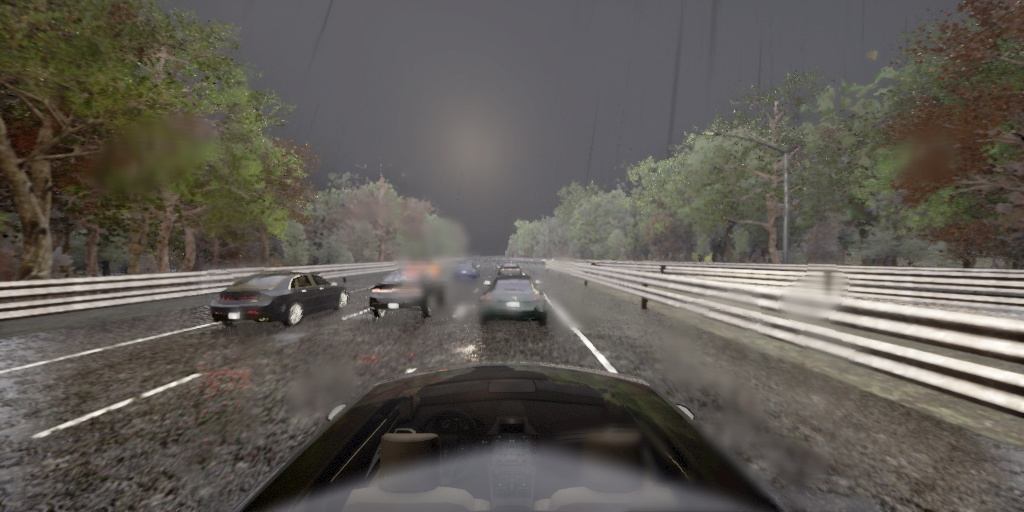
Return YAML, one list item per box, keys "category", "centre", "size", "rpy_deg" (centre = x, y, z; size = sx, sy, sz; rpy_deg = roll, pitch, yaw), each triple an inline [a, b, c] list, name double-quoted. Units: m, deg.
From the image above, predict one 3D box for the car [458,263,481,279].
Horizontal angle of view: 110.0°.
- category: "car"
  centre: [-3.695, 1.291, 30.192]
  size: [1.994, 1.385, 4.181]
  rpy_deg: [0, 0, -1]

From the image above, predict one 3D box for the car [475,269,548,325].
- category: "car"
  centre: [0.049, 1.302, 11.732]
  size: [1.994, 1.385, 4.181]
  rpy_deg: [0, 0, 0]

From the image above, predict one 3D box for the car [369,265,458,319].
- category: "car"
  centre: [-3.457, 1.230, 12.826]
  size: [2.128, 1.511, 4.902]
  rpy_deg: [0, 0, 0]

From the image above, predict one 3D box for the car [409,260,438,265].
- category: "car"
  centre: [-7.178, 1.080, 29.229]
  size: [2.097, 1.767, 4.553]
  rpy_deg: [0, 0, -1]

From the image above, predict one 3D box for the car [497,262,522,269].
- category: "car"
  centre: [-0.177, 1.217, 29.358]
  size: [2.128, 1.511, 4.902]
  rpy_deg: [0, 0, -1]

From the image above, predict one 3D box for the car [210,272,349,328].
- category: "car"
  centre: [-6.947, 1.246, 11.383]
  size: [1.837, 1.490, 4.892]
  rpy_deg: [0, 0, 0]
